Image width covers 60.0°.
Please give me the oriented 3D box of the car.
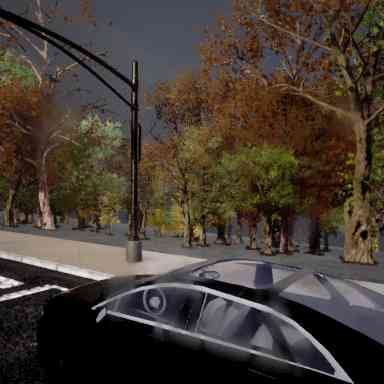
[{"bbox_3d":[0.246,1.491,3.497,4.902,1.511,2.128,0,0,37],"label":"car"}]
